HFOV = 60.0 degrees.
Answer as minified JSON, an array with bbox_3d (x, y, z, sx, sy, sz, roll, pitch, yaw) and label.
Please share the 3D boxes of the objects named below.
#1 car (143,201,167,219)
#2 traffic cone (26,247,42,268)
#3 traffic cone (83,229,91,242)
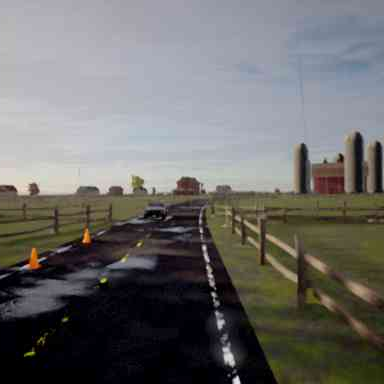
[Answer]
[{"bbox_3d":[-3.218,1.527,29.278,2.033,1.411,5.357,0,0,-4],"label":"car"},{"bbox_3d":[-4.726,1.949,9.952,0.340,0.580,0.340,0,0,0],"label":"traffic cone"},{"bbox_3d":[-4.724,1.946,14.960,0.340,0.580,0.340,0,0,0],"label":"traffic cone"}]
